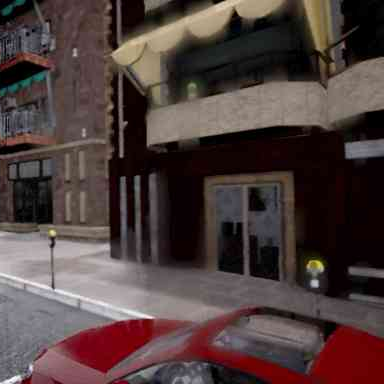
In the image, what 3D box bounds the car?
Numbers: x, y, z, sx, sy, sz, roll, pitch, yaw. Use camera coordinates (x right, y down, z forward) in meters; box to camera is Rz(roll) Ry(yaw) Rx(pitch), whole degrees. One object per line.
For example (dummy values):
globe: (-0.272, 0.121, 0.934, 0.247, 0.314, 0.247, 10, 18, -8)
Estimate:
car: (0.400, 1.583, 2.459, 4.206, 1.307, 1.802, 0, -2, 36)
